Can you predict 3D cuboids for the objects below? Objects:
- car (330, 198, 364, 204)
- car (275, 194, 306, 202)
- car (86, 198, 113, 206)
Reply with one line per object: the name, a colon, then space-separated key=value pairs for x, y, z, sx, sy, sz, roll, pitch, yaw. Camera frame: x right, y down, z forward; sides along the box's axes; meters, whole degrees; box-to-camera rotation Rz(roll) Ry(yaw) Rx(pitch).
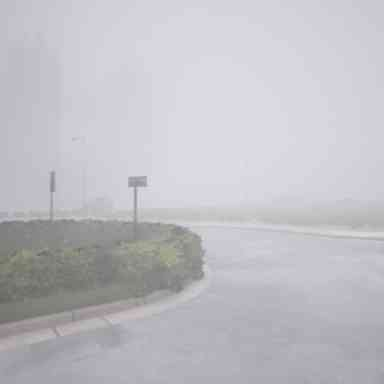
car: x=22.548 y=1.630 z=48.490 sx=1.837 sy=1.490 sz=4.892 roll=0 pitch=0 yaw=-35
car: x=16.678 y=1.347 z=56.695 sx=2.150 sy=2.045 sz=5.566 roll=0 pitch=0 yaw=-35
car: x=-11.119 y=1.519 z=39.932 sx=2.242 sy=1.667 sz=4.611 roll=0 pitch=0 yaw=-36
